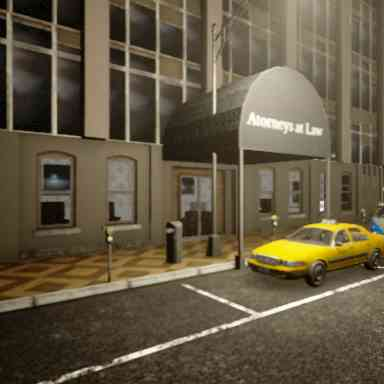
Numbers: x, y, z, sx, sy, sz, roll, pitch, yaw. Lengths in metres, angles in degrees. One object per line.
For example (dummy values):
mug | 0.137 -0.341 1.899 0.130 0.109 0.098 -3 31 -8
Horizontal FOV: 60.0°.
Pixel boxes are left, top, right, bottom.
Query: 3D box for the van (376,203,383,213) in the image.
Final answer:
van | 8.305 1.232 12.461 3.998 1.788 1.690 -1 1 -35

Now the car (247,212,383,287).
car | 3.633 1.461 9.147 4.829 1.417 1.752 -1 1 -35
